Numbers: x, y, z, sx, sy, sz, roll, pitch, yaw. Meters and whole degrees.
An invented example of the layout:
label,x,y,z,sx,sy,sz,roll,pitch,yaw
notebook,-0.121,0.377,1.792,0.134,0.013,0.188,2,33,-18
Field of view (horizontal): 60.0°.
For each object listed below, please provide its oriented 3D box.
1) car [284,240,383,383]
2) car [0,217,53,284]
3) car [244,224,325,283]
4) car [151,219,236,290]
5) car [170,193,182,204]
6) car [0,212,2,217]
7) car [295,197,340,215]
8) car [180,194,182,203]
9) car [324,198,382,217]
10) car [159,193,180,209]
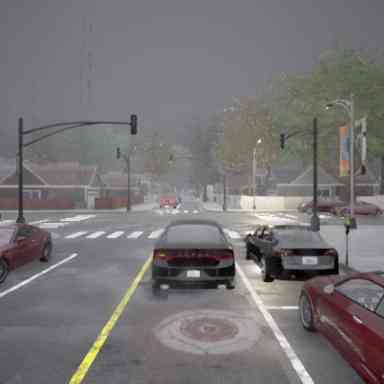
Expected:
label,x,y,z,sx,sy,sz,roll,pitch,yaw
car,2.632,1.579,3.964,1.802,1.307,4.206,0,0,0
car,-5.406,1.575,9.462,1.802,1.307,4.206,0,0,0
car,2.619,1.559,9.483,1.947,1.339,4.313,0,0,0
car,0.045,1.471,9.119,1.882,1.535,5.008,0,0,0
car,-3.246,1.220,67.686,2.150,2.045,5.566,0,0,0
car,-17.090,1.641,25.721,4.181,1.385,1.994,0,0,0
car,12.519,1.245,32.479,4.553,1.767,2.097,0,0,0
car,-3.260,1.346,55.839,2.097,1.767,4.553,0,0,0
car,14.312,1.450,29.232,4.181,1.385,1.994,0,0,0
car,-3.227,1.212,45.929,2.150,2.045,5.566,0,0,0
